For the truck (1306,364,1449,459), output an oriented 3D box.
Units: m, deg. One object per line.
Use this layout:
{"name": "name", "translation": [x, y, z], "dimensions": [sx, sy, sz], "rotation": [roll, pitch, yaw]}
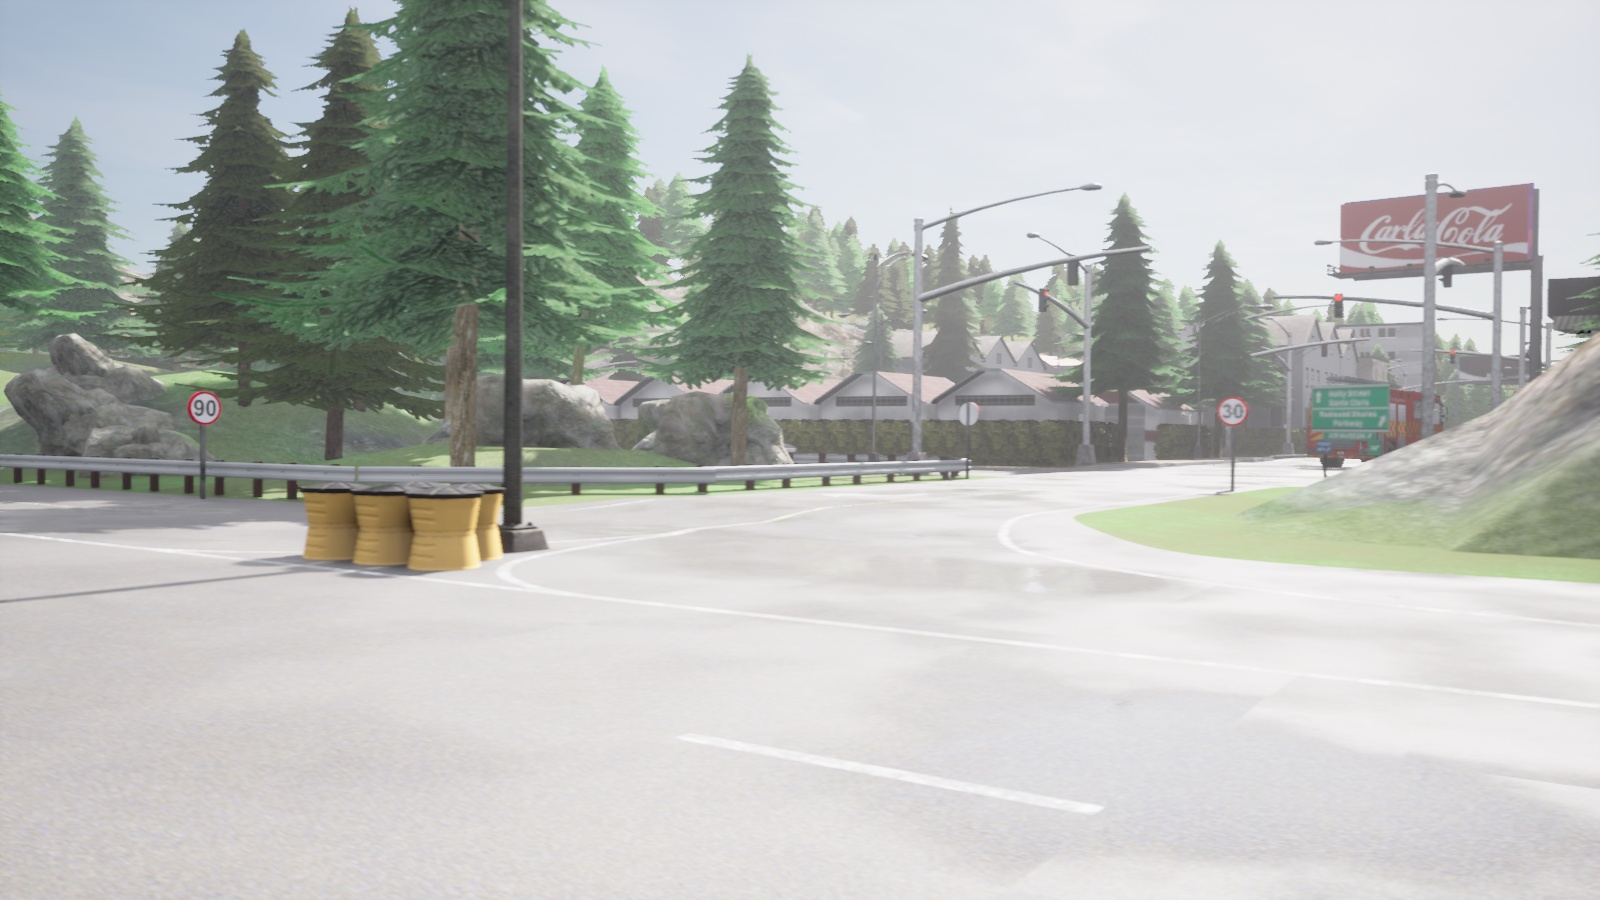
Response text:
{"name": "truck", "translation": [25.385, -1.552, 54.945], "dimensions": [2.891, 3.827, 8.468], "rotation": [1, 1, 45]}
